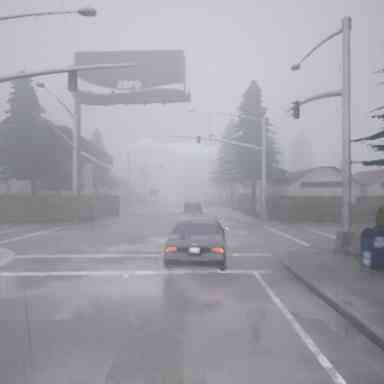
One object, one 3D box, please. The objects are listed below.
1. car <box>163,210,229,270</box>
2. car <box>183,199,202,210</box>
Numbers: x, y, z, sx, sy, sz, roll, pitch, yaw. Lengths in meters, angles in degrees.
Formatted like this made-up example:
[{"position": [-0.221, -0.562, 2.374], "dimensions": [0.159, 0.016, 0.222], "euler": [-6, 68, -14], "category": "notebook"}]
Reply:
[{"position": [0.249, 1.539, 11.035], "dimensions": [2.033, 1.411, 5.357], "euler": [0, 0, 4], "category": "car"}, {"position": [0.076, 1.462, 36.149], "dimensions": [1.882, 1.535, 5.008], "euler": [0, 1, 0], "category": "car"}]
